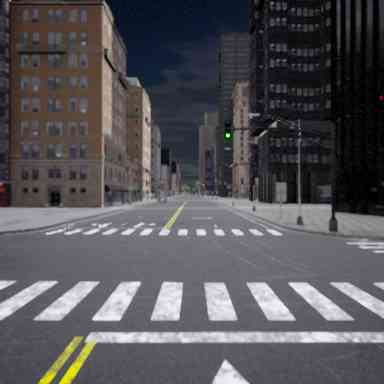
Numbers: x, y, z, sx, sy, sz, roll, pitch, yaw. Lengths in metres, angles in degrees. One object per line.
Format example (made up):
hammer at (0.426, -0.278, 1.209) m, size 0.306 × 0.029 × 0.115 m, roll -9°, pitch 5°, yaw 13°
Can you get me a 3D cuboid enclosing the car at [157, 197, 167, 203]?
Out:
car at (-6.526, 1.766, 73.579) m, size 2.128 × 1.511 × 4.902 m, roll 0°, pitch 0°, yaw 0°
